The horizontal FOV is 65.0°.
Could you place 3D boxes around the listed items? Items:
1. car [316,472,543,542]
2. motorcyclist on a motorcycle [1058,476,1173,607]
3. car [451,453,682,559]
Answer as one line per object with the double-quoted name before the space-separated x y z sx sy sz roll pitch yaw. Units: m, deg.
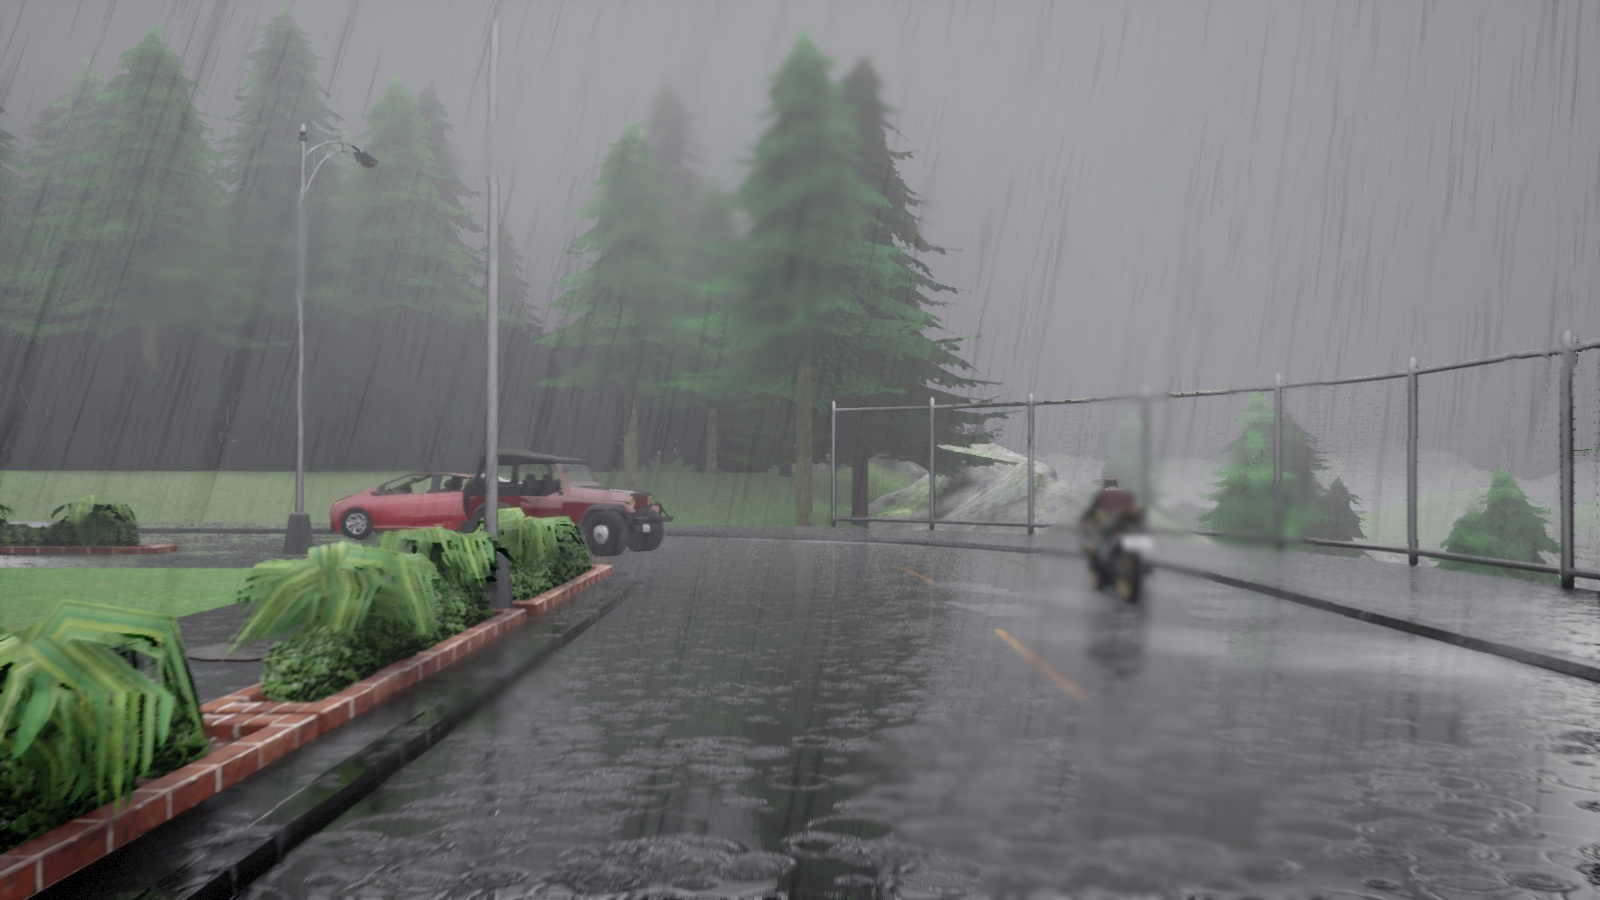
"car" -8.343 1.273 28.534 4.514 1.525 2.007 0 -1 5
"motorcyclist on a motorcycle" 3.946 1.100 15.919 0.866 1.530 2.191 0 -1 -1
"car" -4.395 1.028 23.789 3.866 1.878 1.905 -1 -1 18
